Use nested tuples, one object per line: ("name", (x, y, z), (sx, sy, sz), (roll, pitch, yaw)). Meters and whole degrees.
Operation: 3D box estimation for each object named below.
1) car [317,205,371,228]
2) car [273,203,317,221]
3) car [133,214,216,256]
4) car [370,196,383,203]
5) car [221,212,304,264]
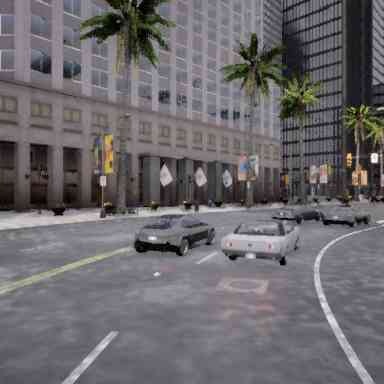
("car", (10.456, 1.571, 22.364), (1.994, 1.385, 4.181), (0, 0, 45))
("car", (7.962, 1.562, 24.820), (2.033, 1.411, 5.357), (0, 0, 45))
("car", (-0.535, 1.571, 13.327), (1.994, 1.385, 4.181), (0, 0, 24))
("car", (40.420, 1.512, 72.304), (2.161, 1.482, 4.786), (0, 0, 44))
("car", (2.664, 1.615, 11.905), (1.895, 1.301, 4.718), (0, 0, 24))
